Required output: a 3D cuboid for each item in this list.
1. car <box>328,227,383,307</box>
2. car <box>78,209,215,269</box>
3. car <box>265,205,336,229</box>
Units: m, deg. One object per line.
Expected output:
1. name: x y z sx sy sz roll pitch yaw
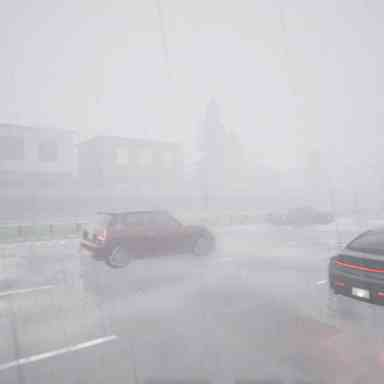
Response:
1. car: 4.940 1.517 7.269 4.892 1.490 1.837 0 0 -35
2. car: -1.375 1.359 11.364 4.553 1.767 2.097 0 0 -35
3. car: 7.107 1.573 21.711 5.357 1.411 2.033 0 0 -35
